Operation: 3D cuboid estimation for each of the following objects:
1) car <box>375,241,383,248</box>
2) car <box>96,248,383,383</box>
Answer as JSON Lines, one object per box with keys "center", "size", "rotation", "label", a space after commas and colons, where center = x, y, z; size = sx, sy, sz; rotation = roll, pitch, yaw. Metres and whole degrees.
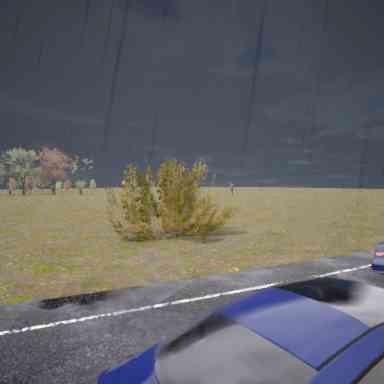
{"center": [6.761, 1.549, 9.321], "size": [5.357, 1.411, 2.033], "rotation": [0, 0, -44], "label": "car"}
{"center": [1.452, 1.526, 2.855], "size": [4.674, 1.442, 1.812], "rotation": [0, 0, -29], "label": "car"}
